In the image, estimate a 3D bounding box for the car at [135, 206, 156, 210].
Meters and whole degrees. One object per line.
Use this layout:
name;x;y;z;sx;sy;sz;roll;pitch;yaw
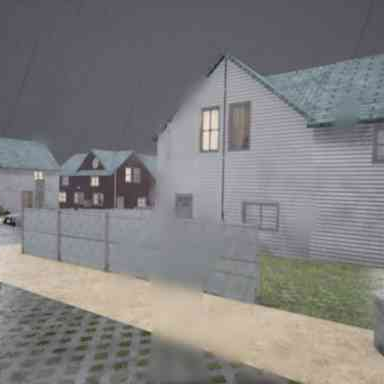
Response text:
car;-4.574;1.976;30.887;1.895;1.301;4.718;2;0;37

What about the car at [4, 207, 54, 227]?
car;-10.500;1.720;22.883;1.994;1.385;4.181;2;0;37
